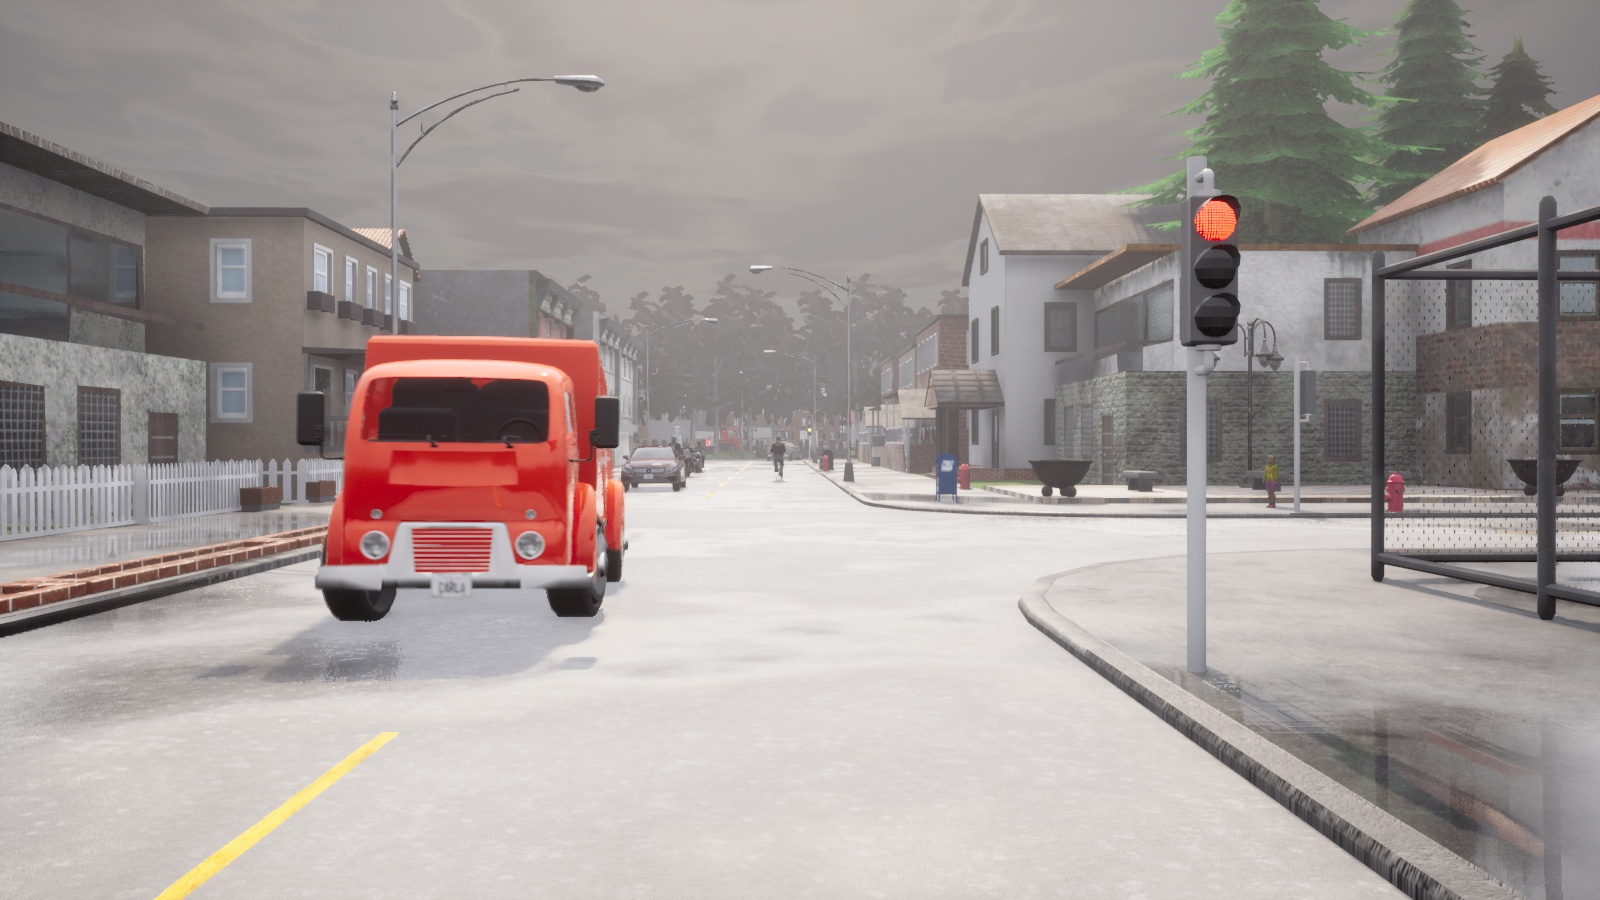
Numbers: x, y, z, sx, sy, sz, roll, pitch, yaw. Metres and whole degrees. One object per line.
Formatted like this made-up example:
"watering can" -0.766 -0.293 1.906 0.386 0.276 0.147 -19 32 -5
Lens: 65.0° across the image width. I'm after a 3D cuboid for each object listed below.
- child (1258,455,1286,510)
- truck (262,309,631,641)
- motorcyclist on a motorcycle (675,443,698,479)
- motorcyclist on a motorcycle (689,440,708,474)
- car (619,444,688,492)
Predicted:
"child" 10.032 0.690 26.706 0.473 1.160 0.299 0 0 -21
"truck" -2.994 0.189 12.061 2.627 2.467 5.204 1 0 -7
"motorcyclist on a motorcycle" -4.953 0.467 55.038 0.866 1.530 2.191 0 0 -1
"motorcyclist on a motorcycle" -5.101 0.336 63.268 0.766 1.649 2.350 0 0 -1
"car" -4.706 0.538 40.827 1.812 1.442 4.674 0 0 -2
